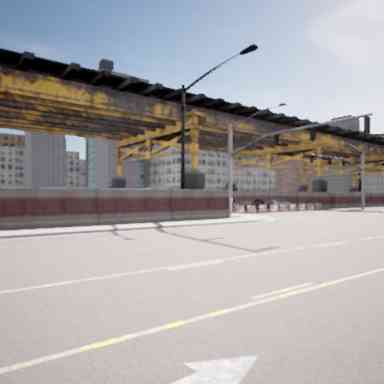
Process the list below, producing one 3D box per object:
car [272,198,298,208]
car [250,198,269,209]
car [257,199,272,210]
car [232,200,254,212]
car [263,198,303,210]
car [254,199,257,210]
[{"bbox_3d":[12.467,1.481,46.071,4.536,1.218,1.853,0,0,-7],"label":"car"},{"bbox_3d":[8.609,1.455,42.383,1.853,1.218,4.536,0,0,18],"label":"car"},{"bbox_3d":[8.592,1.612,42.333,2.038,1.542,4.974,0,0,18],"label":"car"},{"bbox_3d":[4.786,1.432,39.671,4.536,1.218,1.853,0,0,8],"label":"car"},{"bbox_3d":[12.518,1.639,46.077,4.974,1.542,2.038,0,0,-7],"label":"car"},{"bbox_3d":[4.837,1.589,39.663,4.974,1.542,2.038,0,0,8],"label":"car"}]
